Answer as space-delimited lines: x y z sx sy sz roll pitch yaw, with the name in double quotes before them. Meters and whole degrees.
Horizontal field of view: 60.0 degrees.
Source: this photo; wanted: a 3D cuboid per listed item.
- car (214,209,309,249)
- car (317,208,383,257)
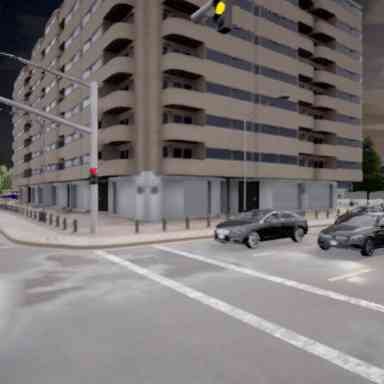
"car" 3.182 1.528 14.855 4.902 1.511 2.128 0 0 -35
"car" 6.960 1.556 13.247 4.674 1.442 1.812 0 0 -35
